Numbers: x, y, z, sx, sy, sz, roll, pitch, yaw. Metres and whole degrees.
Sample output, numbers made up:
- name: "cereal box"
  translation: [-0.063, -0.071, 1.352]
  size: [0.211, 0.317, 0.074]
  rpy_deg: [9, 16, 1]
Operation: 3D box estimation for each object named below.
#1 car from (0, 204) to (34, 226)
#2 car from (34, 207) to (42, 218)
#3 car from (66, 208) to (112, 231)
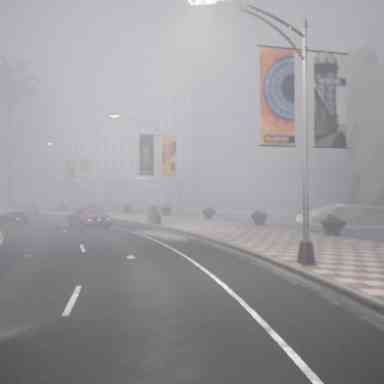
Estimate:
- name: "car"
  translation: [-14.180, 1.815, 25.919]
  size: [1.812, 1.442, 4.674]
  rpy_deg: [0, -1, -41]
- name: "car"
  translation: [-17.370, 1.920, 33.726]
  size: [5.357, 1.411, 2.033]
  rpy_deg: [-1, -1, 37]
- name: "car"
  translation: [-7.104, 1.781, 22.602]
  size: [2.033, 1.411, 5.357]
  rpy_deg: [0, -1, -33]
